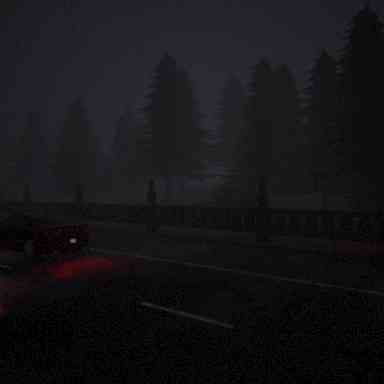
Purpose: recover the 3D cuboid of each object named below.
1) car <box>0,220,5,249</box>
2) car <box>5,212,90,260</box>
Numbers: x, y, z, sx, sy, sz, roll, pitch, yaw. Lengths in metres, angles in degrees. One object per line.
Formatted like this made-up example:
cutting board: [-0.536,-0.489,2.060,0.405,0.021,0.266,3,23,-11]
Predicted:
car: [-7.493,1.477,9.315,5.008,1.535,1.882,0,0,35]
car: [-5.976,1.476,12.532,5.008,1.535,1.882,0,0,35]
